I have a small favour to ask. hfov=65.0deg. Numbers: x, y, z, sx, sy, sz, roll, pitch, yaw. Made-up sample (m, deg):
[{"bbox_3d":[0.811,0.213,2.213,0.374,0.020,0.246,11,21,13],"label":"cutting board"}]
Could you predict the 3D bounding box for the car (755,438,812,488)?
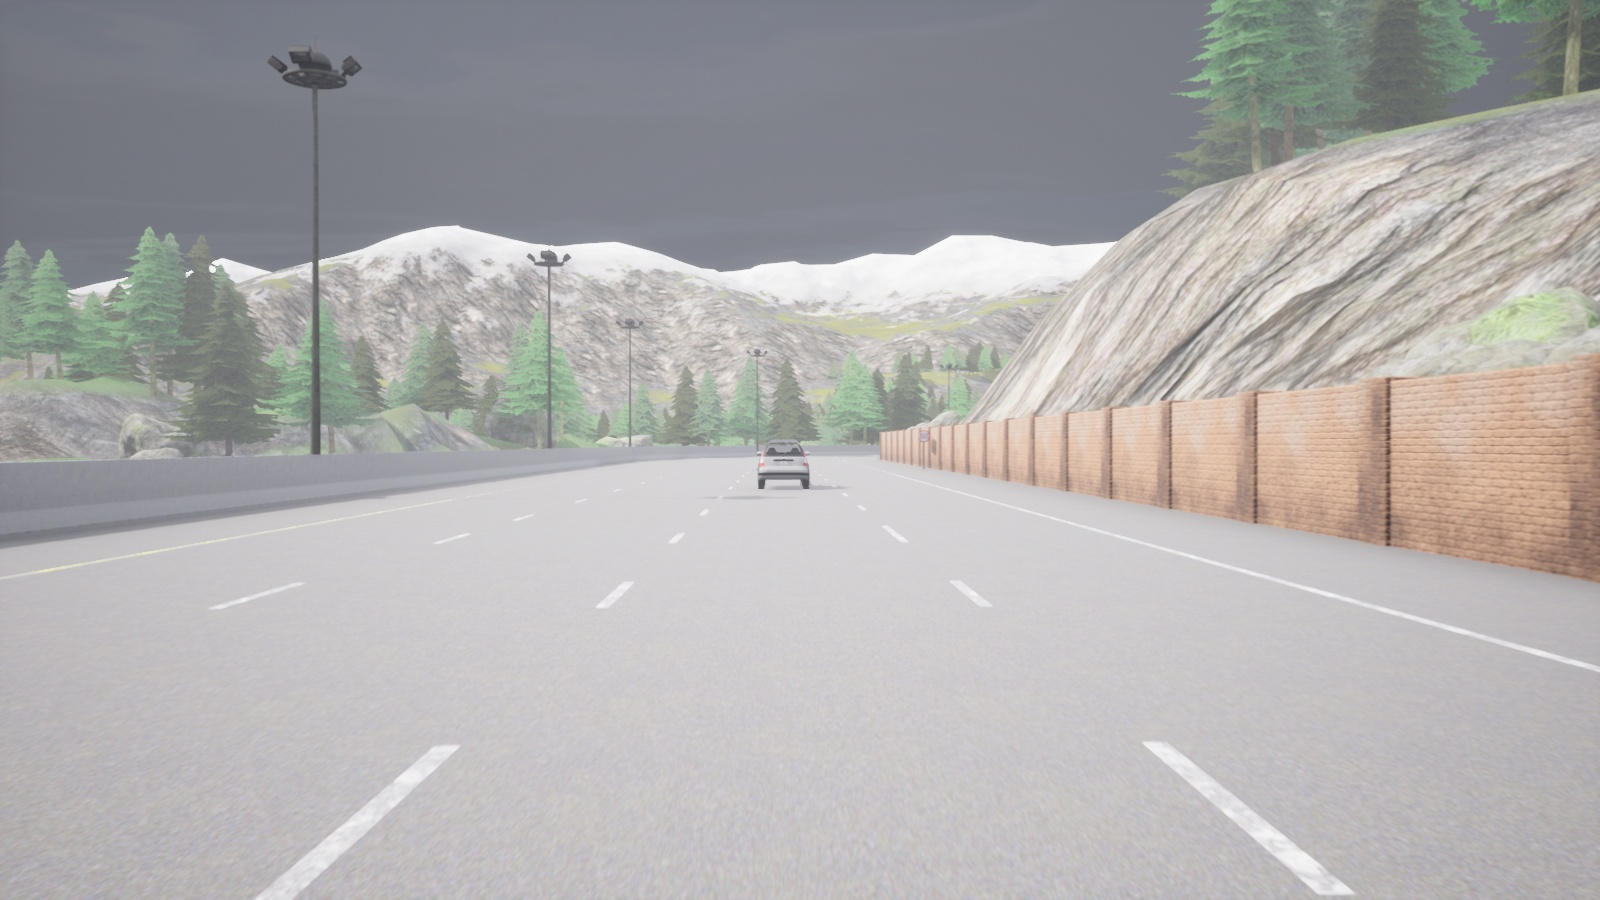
[{"bbox_3d":[-0.564,0.402,42.907,1.851,1.617,3.988,0,0,-1],"label":"car"}]
